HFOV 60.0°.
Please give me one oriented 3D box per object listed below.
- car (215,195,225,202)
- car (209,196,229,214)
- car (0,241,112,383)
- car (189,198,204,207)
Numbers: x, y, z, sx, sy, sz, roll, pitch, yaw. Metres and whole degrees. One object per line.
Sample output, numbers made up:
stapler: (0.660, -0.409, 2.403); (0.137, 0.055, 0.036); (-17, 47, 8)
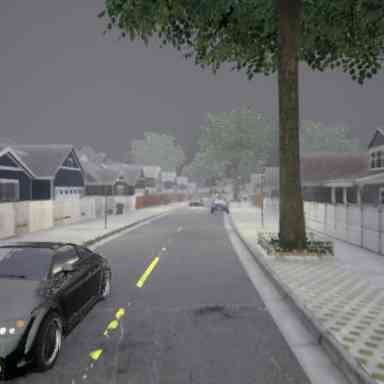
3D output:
car: (5.805, 1.368, 68.590); (1.812, 1.442, 4.674); (0, 0, 7)
car: (2.950, 1.486, 35.321); (1.812, 1.442, 4.674); (0, 0, 6)
car: (-2.739, 1.548, 5.490); (1.994, 1.385, 4.181); (0, 0, 1)
car: (0.755, 1.515, 49.262); (1.994, 1.385, 4.181); (0, 0, 7)
